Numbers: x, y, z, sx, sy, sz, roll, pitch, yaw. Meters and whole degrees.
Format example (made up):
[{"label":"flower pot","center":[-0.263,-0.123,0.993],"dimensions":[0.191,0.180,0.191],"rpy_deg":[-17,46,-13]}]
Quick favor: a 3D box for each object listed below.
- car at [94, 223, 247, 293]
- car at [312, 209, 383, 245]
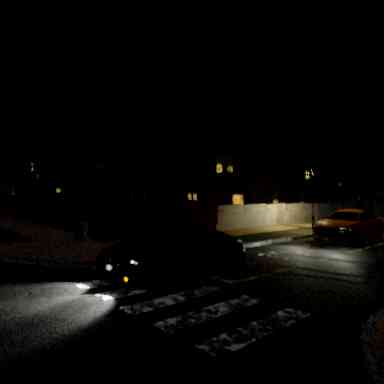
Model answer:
[{"label":"car","center":[-0.419,1.557,8.906],"dimensions":[4.181,1.385,1.994],"rpy_deg":[1,0,-42]},{"label":"car","center":[7.795,1.610,16.420],"dimensions":[5.008,1.535,1.882],"rpy_deg":[1,0,-42]}]
